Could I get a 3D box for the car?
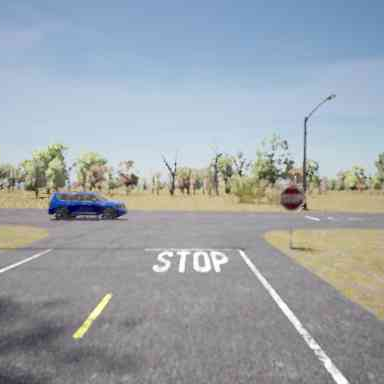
[{"bbox_3d":[-7.658,1.003,24.493,5.566,2.045,2.150,0,1,0],"label":"car"}]
